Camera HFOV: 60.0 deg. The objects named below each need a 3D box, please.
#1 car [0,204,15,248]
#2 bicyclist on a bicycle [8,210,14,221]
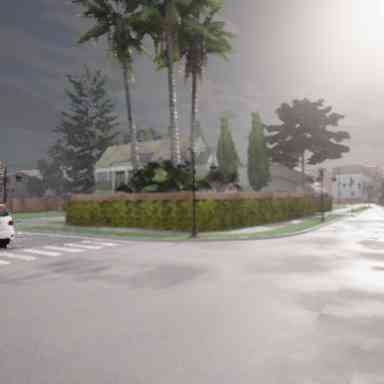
[{"bbox_3d":[-10.380,1.537,15.158,5.566,2.045,2.150,-1,-1,33],"label":"car"},{"bbox_3d":[-14.884,1.839,26.219,0.582,1.620,1.656,-1,-1,33],"label":"bicyclist on a bicycle"}]
